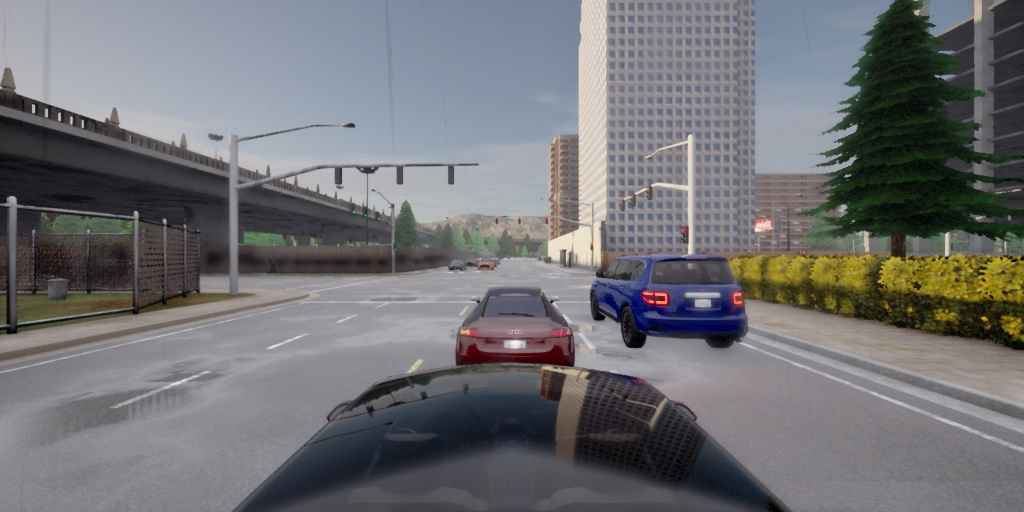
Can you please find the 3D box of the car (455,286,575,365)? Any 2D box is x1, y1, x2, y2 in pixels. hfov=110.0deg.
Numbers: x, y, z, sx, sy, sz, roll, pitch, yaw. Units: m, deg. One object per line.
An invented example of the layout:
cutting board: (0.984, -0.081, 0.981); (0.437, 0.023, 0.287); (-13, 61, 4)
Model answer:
car: (0.064, 1.314, 7.465); (1.994, 1.385, 4.181); (0, 0, 0)

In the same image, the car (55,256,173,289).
car: (-25.835, 1.026, 23.177); (5.566, 2.045, 2.150); (0, 0, 0)

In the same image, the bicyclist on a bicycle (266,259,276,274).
bicyclist on a bicycle: (-25.293, 1.106, 37.661); (0.582, 1.620, 1.656); (0, 0, 0)

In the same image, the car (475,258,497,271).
car: (-3.581, 1.102, 49.836); (2.097, 1.767, 4.553); (0, 0, 0)

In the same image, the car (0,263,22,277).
car: (-49.281, 1.369, 33.771); (4.181, 1.385, 1.994); (0, 0, 1)

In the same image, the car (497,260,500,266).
car: (-3.570, 1.240, 60.790); (2.128, 1.511, 4.902); (0, 0, 0)

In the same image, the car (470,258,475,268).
car: (-7.064, 1.100, 61.708); (2.097, 1.767, 4.553); (0, 0, 0)

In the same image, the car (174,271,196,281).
car: (-26.246, 1.406, 26.676); (4.718, 1.301, 1.895); (0, 0, 0)

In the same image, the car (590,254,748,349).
car: (3.570, 0.971, 9.331); (2.150, 2.045, 5.566); (0, 0, 1)

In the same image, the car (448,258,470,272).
car: (-7.088, 1.253, 46.904); (1.837, 1.490, 4.892); (0, 0, 0)

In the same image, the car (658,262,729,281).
car: (15.302, 1.297, 30.460); (4.902, 1.511, 2.128); (0, 0, 0)
